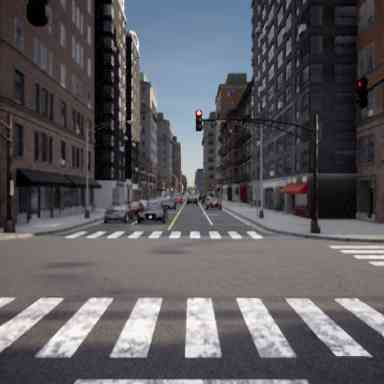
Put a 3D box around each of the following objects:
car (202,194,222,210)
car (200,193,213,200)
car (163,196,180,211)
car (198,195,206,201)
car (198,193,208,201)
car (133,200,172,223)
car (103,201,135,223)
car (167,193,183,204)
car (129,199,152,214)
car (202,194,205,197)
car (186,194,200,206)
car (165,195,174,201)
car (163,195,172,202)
[{"bbox_3d":[2.621,1.396,41.304,1.967,1.590,4.097,0,0,0],"label":"car"},{"bbox_3d":[2.956,1.155,62.020,2.150,2.045,5.566,0,0,0],"label":"car"},{"bbox_3d":[-2.863,1.522,39.528,1.994,1.385,4.181,0,0,0],"label":"car"},{"bbox_3d":[2.602,1.469,84.938,1.947,1.339,4.313,0,0,0],"label":"car"},{"bbox_3d":[2.604,1.221,79.484,2.192,1.841,5.009,0,0,0],"label":"car"},{"bbox_3d":[-2.859,1.540,24.915,1.994,1.385,4.181,0,0,0],"label":"car"},{"bbox_3d":[-5.398,1.526,24.946,2.008,1.369,4.403,0,0,0],"label":"car"},{"bbox_3d":[-2.775,1.211,59.510,2.150,2.045,5.566,0,0,0],"label":"car"},{"bbox_3d":[-5.402,1.489,35.684,1.752,1.417,4.829,0,0,0],"label":"car"},{"bbox_3d":[2.998,1.441,54.990,1.837,1.490,4.892,0,0,0],"label":"car"},{"bbox_3d":[0.029,1.442,55.076,1.837,1.490,4.892,0,0,0],"label":"car"},{"bbox_3d":[-5.420,1.488,79.484,1.802,1.307,4.206,0,0,0],"label":"car"},{"bbox_3d":[-5.418,1.437,73.861,1.752,1.417,4.829,0,0,0],"label":"car"}]
